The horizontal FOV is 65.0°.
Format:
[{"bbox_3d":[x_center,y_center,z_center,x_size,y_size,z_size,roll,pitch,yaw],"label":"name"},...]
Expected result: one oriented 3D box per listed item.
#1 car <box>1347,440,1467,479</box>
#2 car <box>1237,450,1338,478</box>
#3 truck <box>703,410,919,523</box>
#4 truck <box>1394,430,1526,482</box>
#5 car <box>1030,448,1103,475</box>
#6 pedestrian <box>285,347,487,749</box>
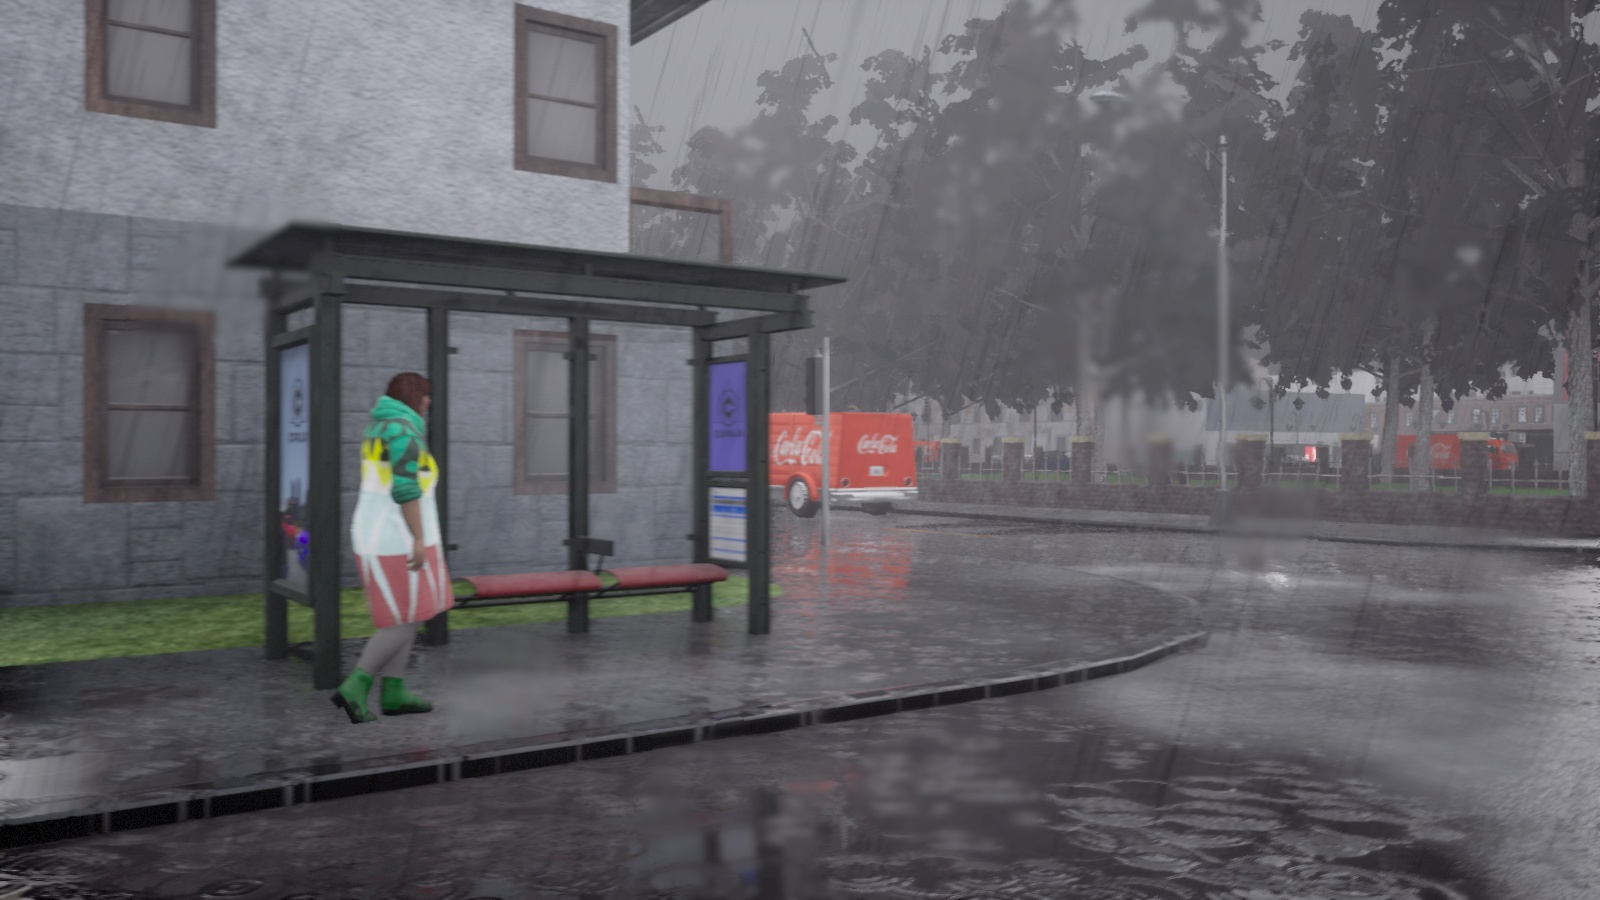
[{"bbox_3d":[33.267,0.528,69.007,2.150,2.045,5.566,0,0,-35],"label":"car"},{"bbox_3d":[27.319,0.784,70.540,2.128,1.511,4.902,0,0,-35],"label":"car"},{"bbox_3d":[0.153,0.333,30.333,2.627,2.467,5.204,0,1,-36],"label":"truck"},{"bbox_3d":[32.835,0.310,62.633,2.627,2.467,5.204,0,0,-35],"label":"truck"},{"bbox_3d":[17.831,0.740,84.134,2.097,1.767,4.553,0,0,-35],"label":"car"},{"bbox_3d":[-2.181,0.474,6.606,0.873,1.952,0.659,0,0,-33],"label":"pedestrian"}]
